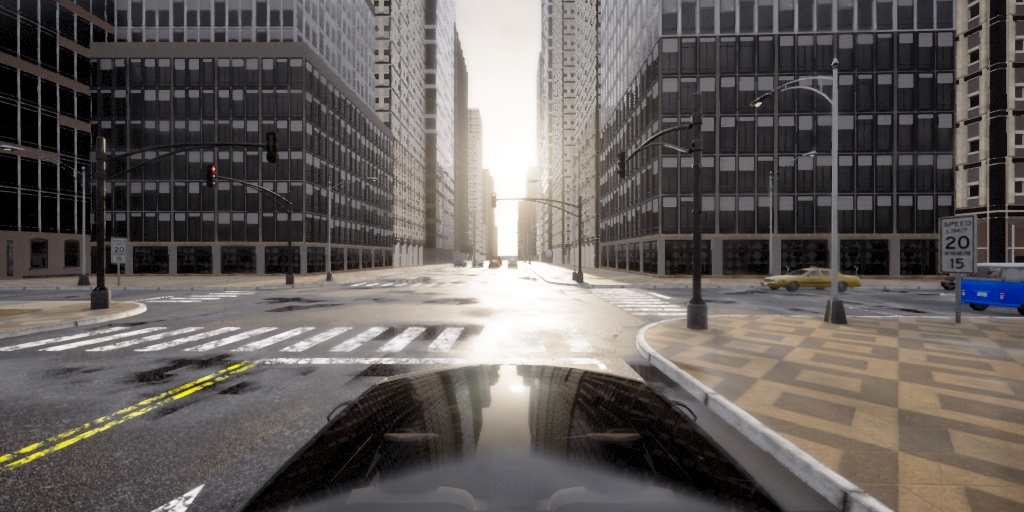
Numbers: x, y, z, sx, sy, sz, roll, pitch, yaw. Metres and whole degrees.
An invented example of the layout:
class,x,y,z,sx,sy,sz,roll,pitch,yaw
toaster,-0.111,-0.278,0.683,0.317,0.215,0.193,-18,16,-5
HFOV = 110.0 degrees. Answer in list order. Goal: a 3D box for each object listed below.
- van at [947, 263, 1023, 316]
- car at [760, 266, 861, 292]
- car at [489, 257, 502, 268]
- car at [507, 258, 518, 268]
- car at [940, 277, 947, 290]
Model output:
class,x,y,z,sx,sy,sz,roll,pitch,yaw
van,18.380,1.118,12.534,3.998,1.789,1.690,0,0,2
car,17.127,1.292,20.709,4.829,1.417,1.751,0,0,2
car,-3.117,1.384,63.337,1.812,1.442,4.674,0,0,0
car,0.133,1.406,63.330,2.033,1.411,5.357,0,0,0
car,26.960,1.356,20.202,4.207,1.307,1.802,0,0,2
